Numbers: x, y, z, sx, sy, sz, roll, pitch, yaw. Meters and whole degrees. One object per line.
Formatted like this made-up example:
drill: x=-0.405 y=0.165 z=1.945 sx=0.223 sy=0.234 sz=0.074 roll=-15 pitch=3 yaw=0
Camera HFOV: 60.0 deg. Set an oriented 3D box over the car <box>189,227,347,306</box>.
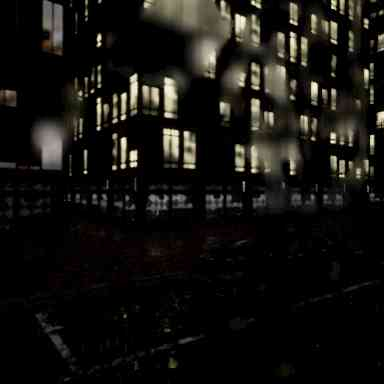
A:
car: x=1.971 y=1.552 z=7.964 sx=4.403 sy=1.369 sz=2.008 roll=0 pitch=0 yaw=-36
